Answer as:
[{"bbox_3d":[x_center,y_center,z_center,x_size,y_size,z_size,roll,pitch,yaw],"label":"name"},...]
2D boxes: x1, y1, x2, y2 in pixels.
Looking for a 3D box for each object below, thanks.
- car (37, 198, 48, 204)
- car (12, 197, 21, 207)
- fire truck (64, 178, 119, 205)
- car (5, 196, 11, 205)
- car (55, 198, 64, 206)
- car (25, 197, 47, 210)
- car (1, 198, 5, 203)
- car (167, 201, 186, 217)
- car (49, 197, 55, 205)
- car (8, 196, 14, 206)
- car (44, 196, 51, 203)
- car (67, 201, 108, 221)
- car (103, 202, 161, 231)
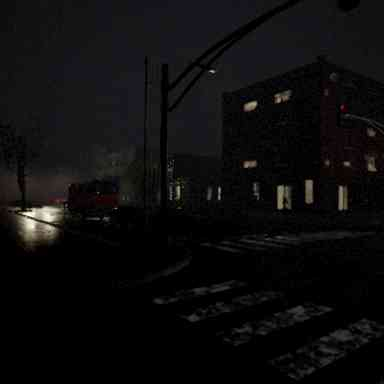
[{"bbox_3d":[-38.246,2.242,84.984,1.752,1.417,4.829,0,-1,-35],"label":"car"},{"bbox_3d":[-29.346,1.929,57.620,1.887,1.381,4.507,0,-1,-35],"label":"car"},{"bbox_3d":[-10.885,0.497,35.944,2.891,3.827,8.468,1,-1,-35],"label":"fire truck"},{"bbox_3d":[-35.505,2.047,66.442,1.947,1.339,4.313,0,-1,-35],"label":"car"},{"bbox_3d":[-25.467,1.954,66.708,1.967,1.590,4.097,0,-1,-35],"label":"car"},{"bbox_3d":[-22.950,1.809,48.381,1.752,1.417,4.829,0,-1,-35],"label":"car"},{"bbox_3d":[-38.677,1.846,70.977,2.192,1.841,5.009,0,-1,-35],"label":"car"},{"bbox_3d":[-2.365,1.601,33.898,1.967,1.590,4.097,0,-1,-35],"label":"car"},{"bbox_3d":[-28.636,2.145,71.242,1.802,1.307,4.206,0,-1,-35],"label":"car"},{"bbox_3d":[-32.334,1.997,61.907,1.947,1.339,4.313,0,-1,-35],"label":"car"},{"bbox_3d":[-34.979,1.979,80.312,2.192,1.841,5.009,0,-1,-35],"label":"car"},{"bbox_3d":[-8.815,1.648,28.045,1.802,1.307,4.206,0,-1,-35],"label":"car"},{"bbox_3d":[-3.656,1.534,20.668,1.887,1.381,4.507,0,-1,-35],"label":"car"}]
